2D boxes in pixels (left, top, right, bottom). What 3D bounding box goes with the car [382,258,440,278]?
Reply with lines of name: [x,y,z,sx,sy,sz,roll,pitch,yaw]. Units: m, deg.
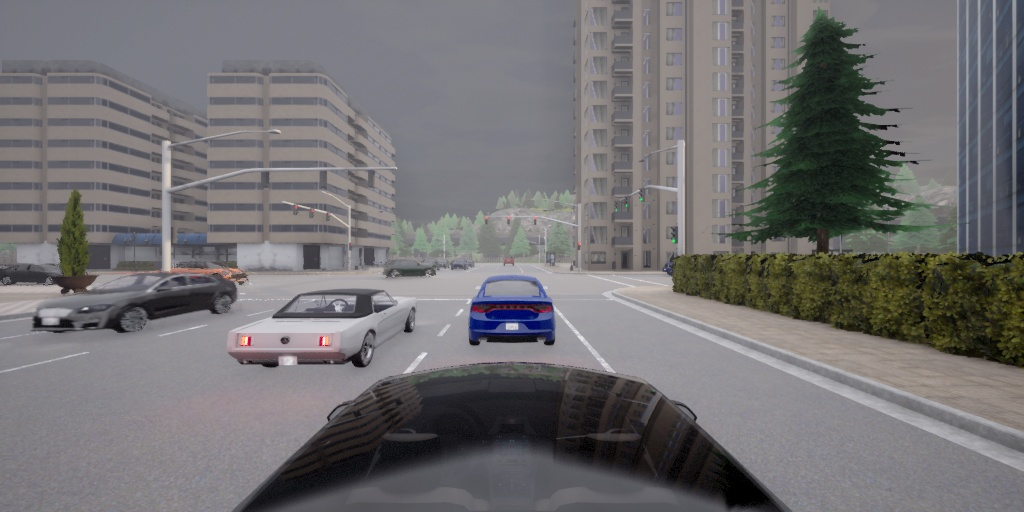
car: [-9.281,1.102,32.561,4.553,1.767,2.097,0,0,-34]

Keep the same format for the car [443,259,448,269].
car: [-11.083,1.255,56.990,1.837,1.490,4.892,0,0,0]

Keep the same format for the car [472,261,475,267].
car: [-7.610,1.297,62.565,2.033,1.411,5.357,0,0,1]

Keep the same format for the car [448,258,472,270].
car: [-7.547,1.102,52.124,2.097,1.767,4.553,0,0,0]

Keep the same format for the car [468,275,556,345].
car: [-0.004,1.228,9.495,1.882,1.535,5.008,0,0,0]

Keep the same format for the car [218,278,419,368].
car: [-3.496,1.351,7.829,1.895,1.301,4.718,0,0,0]

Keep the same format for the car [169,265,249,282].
car: [-23.797,1.351,28.287,4.718,1.301,1.895,0,0,0]

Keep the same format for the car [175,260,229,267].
car: [-20.706,1.102,24.560,4.553,1.767,2.097,0,0,4]

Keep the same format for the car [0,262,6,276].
car: [-53.615,1.314,35.521,4.181,1.385,1.994,0,0,0]

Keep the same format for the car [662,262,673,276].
car: [17.892,0.971,35.442,5.566,2.045,2.150,0,0,0]

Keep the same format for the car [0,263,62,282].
car: [-32.203,1.254,24.796,4.892,1.490,1.837,0,0,0]

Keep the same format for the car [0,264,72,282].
car: [-38.092,1.313,28.306,4.181,1.385,1.994,0,0,0]

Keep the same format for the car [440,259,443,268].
car: [-11.012,1.102,47.905,2.097,1.767,4.553,0,0,0]

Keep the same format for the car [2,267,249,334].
car: [-10.644,1.241,10.715,2.128,1.511,4.902,0,0,0]
